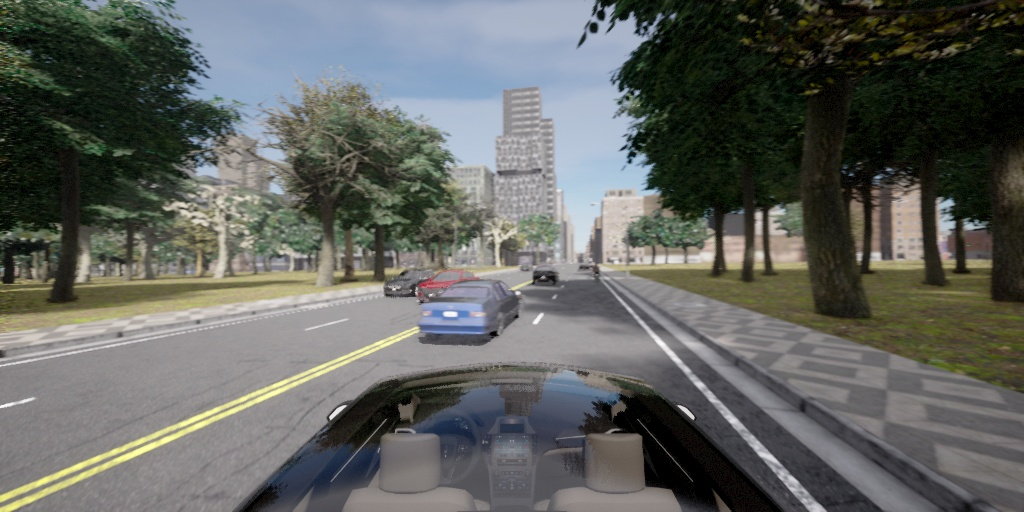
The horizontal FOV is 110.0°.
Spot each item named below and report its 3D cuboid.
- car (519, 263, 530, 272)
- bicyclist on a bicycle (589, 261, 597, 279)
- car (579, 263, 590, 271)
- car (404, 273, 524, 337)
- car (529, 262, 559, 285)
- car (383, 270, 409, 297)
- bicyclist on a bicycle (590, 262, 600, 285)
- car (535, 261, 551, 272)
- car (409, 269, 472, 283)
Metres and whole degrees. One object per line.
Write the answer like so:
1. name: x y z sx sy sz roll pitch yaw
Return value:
1. car: 2.499 2.010 62.670 1.837 1.490 4.892 -1 -1 12
2. bicyclist on a bicycle: 8.404 1.469 37.254 0.659 1.776 1.843 -1 -1 11
3. car: 12.739 1.896 63.386 1.882 1.535 5.008 -1 -1 11
4. car: -0.932 1.410 10.736 2.033 1.411 5.357 -1 -1 11
5. car: 2.899 1.538 30.215 1.882 1.535 5.008 -1 -1 11
6. car: -5.711 1.538 21.158 1.837 1.490 4.892 -1 -1 11
7. bicyclist on a bicycle: 6.434 1.441 27.238 0.582 1.620 1.656 -1 -1 11
8. car: 5.259 1.793 59.949 2.097 1.767 4.553 -1 -1 11
9. car: -3.011 1.447 18.045 1.882 1.535 5.008 -1 -1 11
